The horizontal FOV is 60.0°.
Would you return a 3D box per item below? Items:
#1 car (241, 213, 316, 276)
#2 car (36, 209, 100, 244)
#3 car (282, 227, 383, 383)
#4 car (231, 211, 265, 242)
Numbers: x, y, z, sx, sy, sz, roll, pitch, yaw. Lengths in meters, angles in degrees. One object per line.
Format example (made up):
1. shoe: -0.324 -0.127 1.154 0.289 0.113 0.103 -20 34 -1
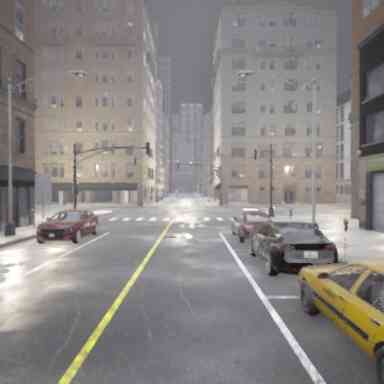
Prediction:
1. car: 2.867 1.541 10.099 1.947 1.339 4.313 -1 0 0
2. car: -5.678 1.506 15.683 1.887 1.381 4.507 -1 0 0
3. car: 2.866 1.514 4.683 1.752 1.417 4.829 -1 0 0
4. car: 2.867 1.543 15.685 1.802 1.307 4.206 -1 0 0
